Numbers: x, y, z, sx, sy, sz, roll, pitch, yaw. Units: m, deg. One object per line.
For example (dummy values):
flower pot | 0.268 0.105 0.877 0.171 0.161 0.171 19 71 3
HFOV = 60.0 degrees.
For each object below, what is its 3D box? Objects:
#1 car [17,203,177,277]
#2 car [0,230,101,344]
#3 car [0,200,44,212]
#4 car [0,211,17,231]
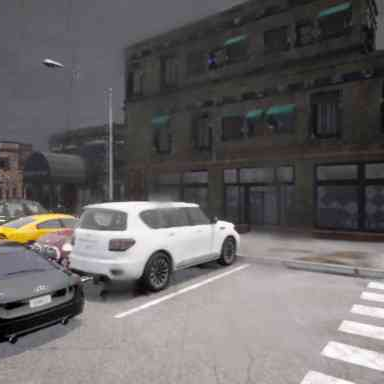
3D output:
car | -2.869 1.438 11.037 2.185 1.767 4.553 -1 0 36
car | -3.911 1.629 6.165 4.181 1.385 1.994 -1 0 35
car | -7.463 1.363 14.309 2.435 2.045 5.566 -1 0 35
car | -5.134 1.588 12.607 2.097 1.535 5.008 -1 0 35
